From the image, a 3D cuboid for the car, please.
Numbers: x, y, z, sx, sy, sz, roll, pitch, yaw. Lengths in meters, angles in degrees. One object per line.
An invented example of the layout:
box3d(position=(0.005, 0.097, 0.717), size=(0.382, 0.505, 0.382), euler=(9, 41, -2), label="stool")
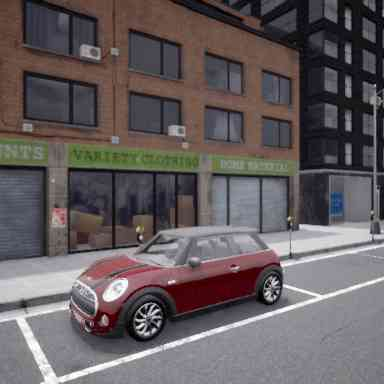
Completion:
box3d(position=(-0.174, 1.439, 6.401), size=(4.097, 1.590, 1.967), euler=(0, 0, -35), label="car")
